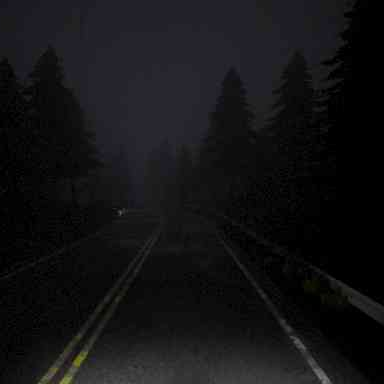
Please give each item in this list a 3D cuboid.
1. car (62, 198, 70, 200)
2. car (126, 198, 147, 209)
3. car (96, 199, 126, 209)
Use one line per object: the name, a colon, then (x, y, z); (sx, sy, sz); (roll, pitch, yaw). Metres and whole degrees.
car: (-27.197, 2.062, 71.021); (2.033, 1.411, 5.357); (1, 2, 8)
car: (-8.179, 1.551, 44.698); (2.033, 1.411, 5.357); (-4, 2, -40)
car: (-11.173, 1.747, 42.975); (2.033, 1.411, 5.357); (-4, 1, -42)
